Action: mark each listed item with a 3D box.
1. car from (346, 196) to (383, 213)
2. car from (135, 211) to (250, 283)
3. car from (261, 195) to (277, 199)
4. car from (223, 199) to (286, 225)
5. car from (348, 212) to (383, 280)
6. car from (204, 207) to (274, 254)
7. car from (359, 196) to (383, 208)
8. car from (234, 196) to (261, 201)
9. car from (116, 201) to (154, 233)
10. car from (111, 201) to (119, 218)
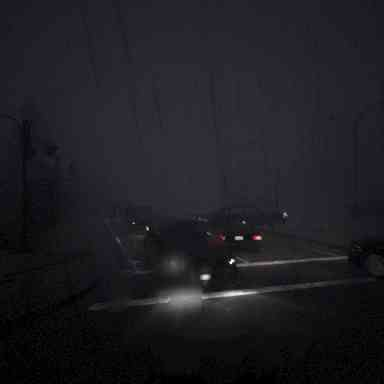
[{"bbox_3d":[15.568,1.354,29.241,1.970,1.475,3.806,0,0,-17],"label":"car"},{"bbox_3d":[-0.369,1.542,10.128,2.033,1.411,5.357,0,0,-15],"label":"car"},{"bbox_3d":[10.294,1.276,47.147,2.152,1.636,5.027,0,0,-17],"label":"car"},{"bbox_3d":[2.852,1.466,19.855,5.357,1.411,2.033,-3,1,-17],"label":"car"},{"bbox_3d":[6.588,1.475,8.203,5.008,1.535,1.882,0,0,39],"label":"car"},{"bbox_3d":[1.356,1.538,13.272,2.033,1.411,5.357,0,0,-4],"label":"car"},{"bbox_3d":[23.857,1.271,43.239,1.845,1.501,3.633,0,0,-17],"label":"car"},{"bbox_3d":[7.307,1.286,46.187,2.007,1.523,4.514,0,0,-17],"label":"car"},{"bbox_3d":[-3.116,1.529,19.958,2.033,1.411,5.357,0,0,-17],"label":"car"},{"bbox_3d":[-6.290,1.515,30.106,2.033,1.411,5.357,0,0,-17],"label":"car"}]
